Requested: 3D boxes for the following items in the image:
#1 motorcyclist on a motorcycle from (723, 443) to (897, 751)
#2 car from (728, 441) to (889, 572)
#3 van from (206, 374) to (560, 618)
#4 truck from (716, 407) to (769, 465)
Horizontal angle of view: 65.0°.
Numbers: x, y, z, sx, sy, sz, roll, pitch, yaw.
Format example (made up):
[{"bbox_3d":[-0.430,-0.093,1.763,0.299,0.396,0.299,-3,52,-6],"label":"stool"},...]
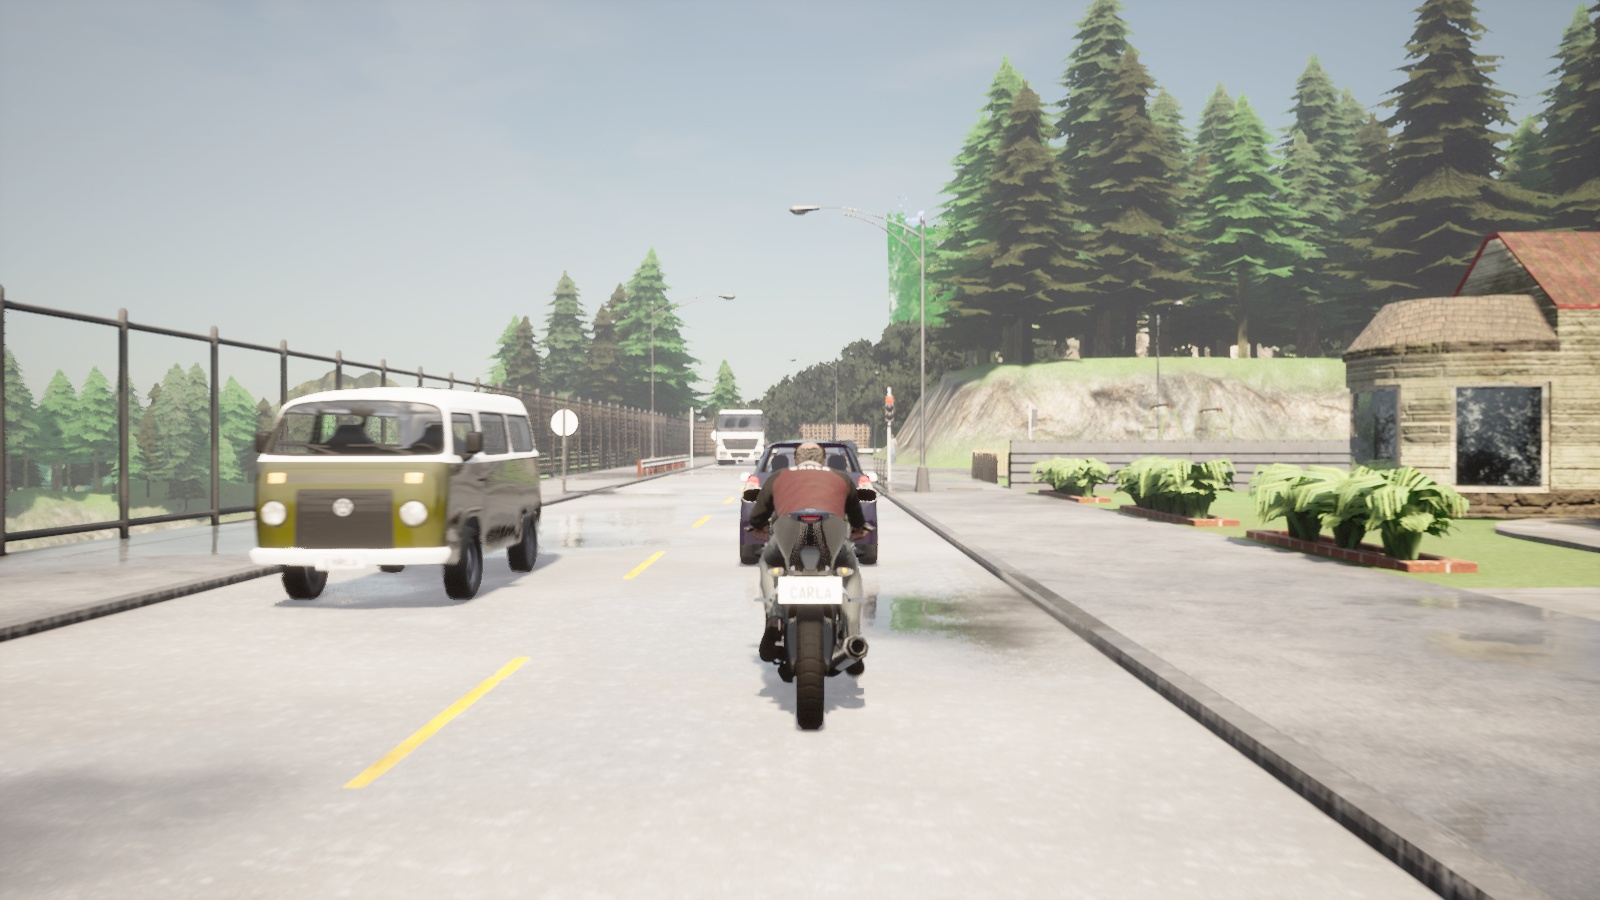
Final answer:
[{"bbox_3d":[0.057,0.725,7.340,0.866,1.530,2.191,0,0,0],"label":"motorcyclist on a motorcycle"},{"bbox_3d":[0.110,0.636,16.244,1.845,1.501,3.633,0,0,0],"label":"car"},{"bbox_3d":[-3.911,0.369,12.727,2.069,2.038,4.480,0,0,0],"label":"van"},{"bbox_3d":[-3.512,-0.833,78.150,2.891,3.462,7.936,0,0,0],"label":"truck"}]
